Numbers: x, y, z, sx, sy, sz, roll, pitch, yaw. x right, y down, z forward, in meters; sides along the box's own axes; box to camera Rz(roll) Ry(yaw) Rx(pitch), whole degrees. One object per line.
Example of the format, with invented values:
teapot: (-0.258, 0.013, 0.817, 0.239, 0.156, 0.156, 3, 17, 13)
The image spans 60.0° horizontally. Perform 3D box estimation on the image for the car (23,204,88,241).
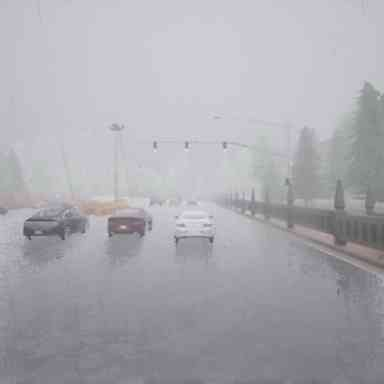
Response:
car: (-6.895, 1.616, 17.354, 2.128, 1.511, 4.902, 0, 0, 0)

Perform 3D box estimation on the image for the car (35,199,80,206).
car: (-14.081, 1.799, 35.108, 2.033, 1.411, 5.357, 0, 0, 0)

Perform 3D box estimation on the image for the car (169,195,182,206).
car: (-3.486, 1.943, 65.234, 1.882, 1.535, 5.008, 0, 0, 0)

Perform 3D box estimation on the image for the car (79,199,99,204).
car: (-14.058, 1.901, 47.210, 1.994, 1.385, 4.181, 0, 0, 0)

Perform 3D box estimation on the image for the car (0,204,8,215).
car: (-21.079, 1.811, 34.541, 1.994, 1.385, 4.181, 0, 0, 0)

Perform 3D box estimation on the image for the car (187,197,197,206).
car: (0.014, 1.994, 65.649, 1.812, 1.442, 4.674, 0, 0, 0)

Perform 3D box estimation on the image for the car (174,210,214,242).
car: (0.092, 1.647, 16.899, 1.812, 1.442, 4.674, 0, 0, 0)

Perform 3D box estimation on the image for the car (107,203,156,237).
car: (-3.395, 1.613, 18.929, 1.882, 1.535, 5.008, 0, 0, 0)

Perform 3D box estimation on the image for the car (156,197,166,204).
car: (-6.984, 1.925, 75.655, 1.994, 1.385, 4.181, 0, 0, 0)

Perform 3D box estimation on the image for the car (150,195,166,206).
car: (-6.986, 1.688, 65.266, 2.150, 2.045, 5.566, 0, 0, 0)

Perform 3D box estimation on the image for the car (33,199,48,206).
car: (-21.053, 1.833, 47.804, 2.128, 1.511, 4.902, 0, 0, 0)

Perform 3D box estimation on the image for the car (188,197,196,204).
car: (0.016, 1.850, 75.654, 1.882, 1.535, 5.008, 0, 0, 0)

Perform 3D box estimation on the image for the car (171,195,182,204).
car: (-3.484, 1.598, 75.686, 2.150, 2.045, 5.566, 0, 0, 0)

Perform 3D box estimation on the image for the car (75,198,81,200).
car: (-21.009, 1.930, 61.082, 2.128, 1.511, 4.902, 0, 0, 1)
